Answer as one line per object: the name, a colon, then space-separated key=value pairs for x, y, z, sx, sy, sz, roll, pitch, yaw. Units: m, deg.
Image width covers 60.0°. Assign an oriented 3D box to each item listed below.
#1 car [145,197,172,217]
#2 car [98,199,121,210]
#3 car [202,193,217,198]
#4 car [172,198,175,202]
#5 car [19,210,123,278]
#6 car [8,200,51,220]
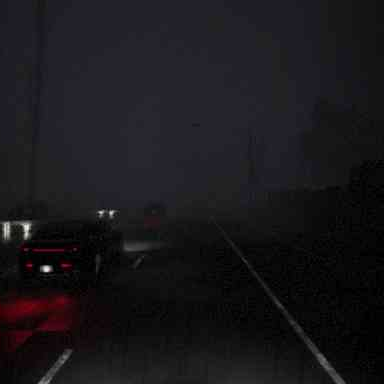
car: x=-3.403 y=1.528 z=32.158 sx=2.128 sy=1.511 sz=4.902 roll=0 pitch=0 yaw=0
car: x=-10.372 y=1.599 z=42.213 sx=1.994 sy=1.385 sz=4.181 roll=0 pitch=0 yaw=3
car: x=4.419 y=0.959 z=80.025 sx=2.097 sy=1.767 sz=4.553 roll=-1 pitch=0 yaw=42
car: x=-5.659 y=1.659 z=72.025 sx=1.895 sy=1.301 sz=4.718 roll=-1 pitch=0 yaw=30
car: x=-3.415 y=1.538 z=10.235 sx=1.837 sy=1.490 sz=4.892 roll=0 pitch=0 yaw=0
car: x=-14.090 y=1.513 z=29.083 sx=1.882 sy=1.535 sz=5.008 roll=0 pitch=0 yaw=0
